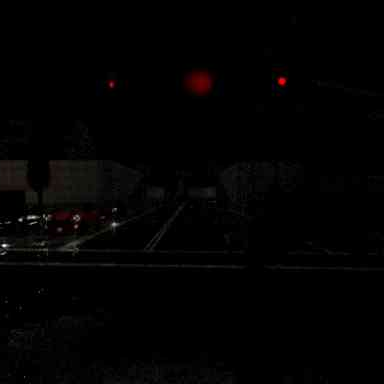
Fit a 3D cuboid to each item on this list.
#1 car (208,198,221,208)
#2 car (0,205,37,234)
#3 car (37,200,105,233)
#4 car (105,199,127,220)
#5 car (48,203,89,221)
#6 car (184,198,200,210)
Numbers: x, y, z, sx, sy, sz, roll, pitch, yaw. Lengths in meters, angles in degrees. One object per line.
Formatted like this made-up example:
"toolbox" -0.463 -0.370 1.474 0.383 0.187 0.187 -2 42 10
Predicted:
"car" 3.606 1.671 52.949 2.128 1.511 4.902 0 0 0
"car" -10.532 1.585 19.889 1.837 1.490 4.892 0 0 0
"car" -7.036 1.429 19.980 2.097 1.767 4.553 0 0 0
"car" -7.038 1.459 28.822 2.097 1.767 4.553 0 0 0
"car" -10.535 1.674 28.794 1.994 1.385 4.181 0 0 0
"car" 0.012 1.668 46.760 1.837 1.490 4.892 0 0 0
